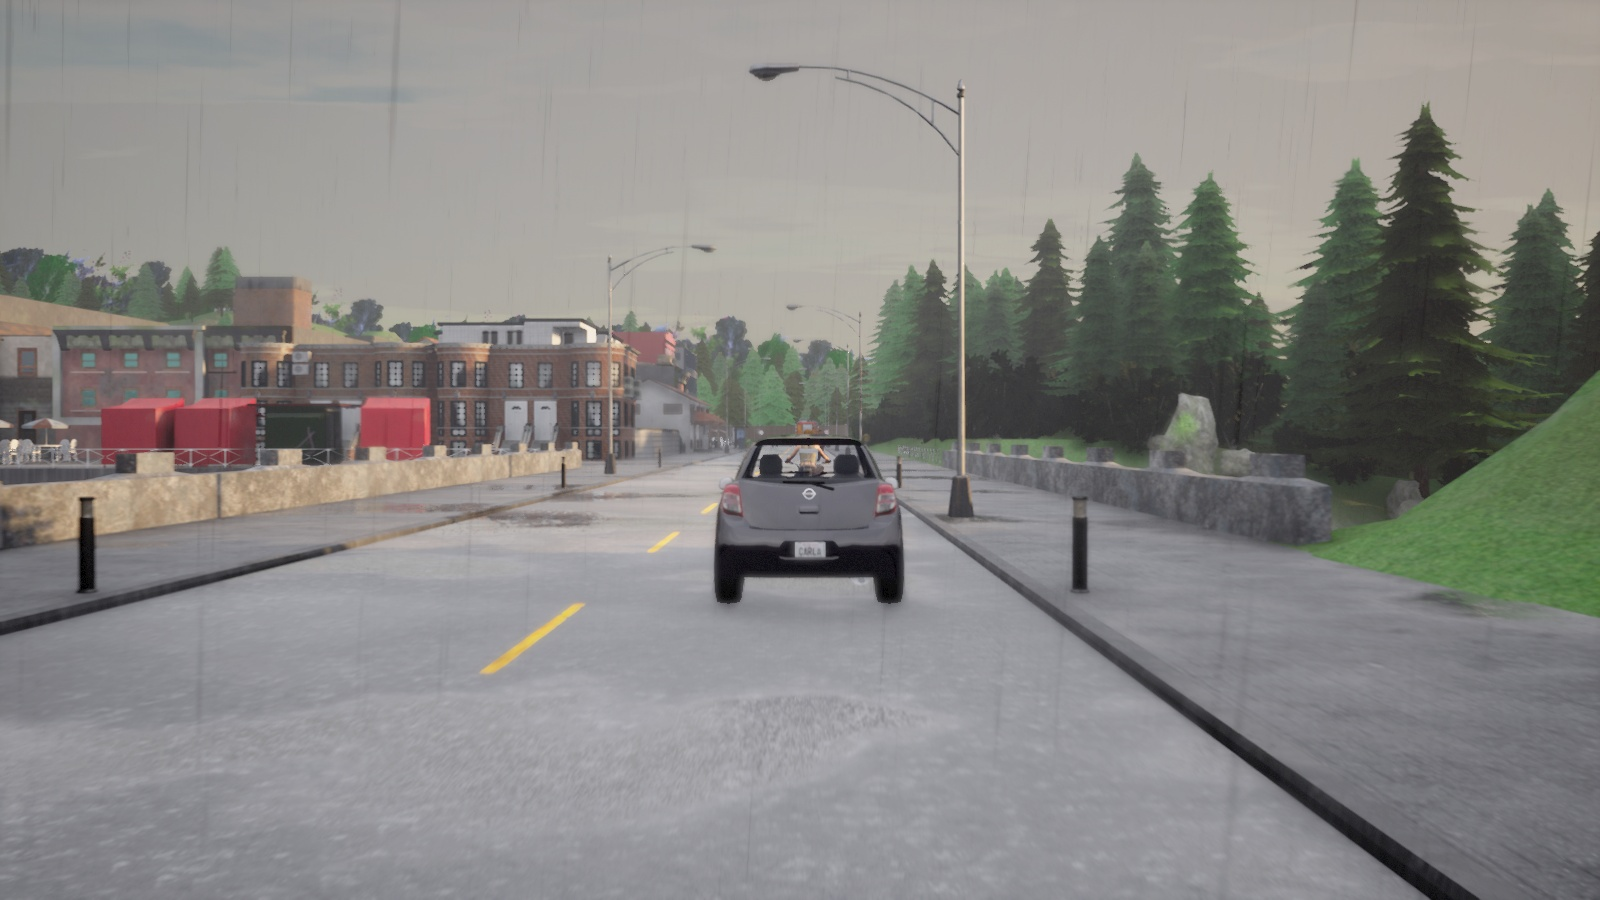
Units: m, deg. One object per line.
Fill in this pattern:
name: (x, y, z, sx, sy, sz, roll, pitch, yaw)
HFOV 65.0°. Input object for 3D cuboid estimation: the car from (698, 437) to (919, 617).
car: (0.084, 0.623, 12.312, 1.845, 1.501, 3.633, 0, 1, 0)
